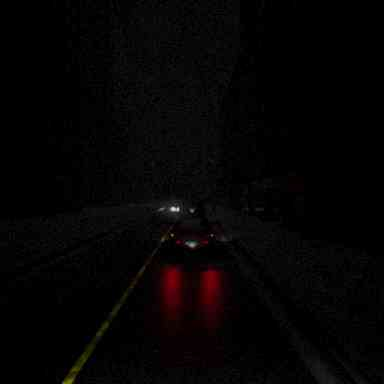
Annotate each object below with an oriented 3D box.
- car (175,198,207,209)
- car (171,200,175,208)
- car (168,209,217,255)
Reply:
[{"bbox_3d":[0.023,1.531,27.575,2.150,2.045,5.566,0,0,0],"label":"car"},{"bbox_3d":[-2.985,2.326,65.058,2.128,1.511,4.902,0,-1,1],"label":"car"},{"bbox_3d":[0.032,1.675,13.909,1.812,1.442,4.674,0,0,1],"label":"car"}]
